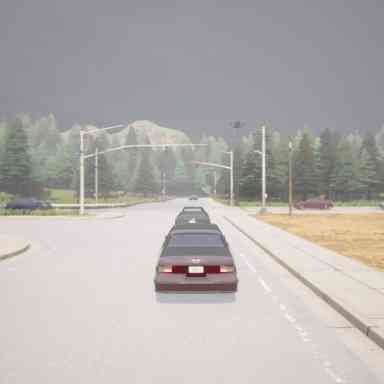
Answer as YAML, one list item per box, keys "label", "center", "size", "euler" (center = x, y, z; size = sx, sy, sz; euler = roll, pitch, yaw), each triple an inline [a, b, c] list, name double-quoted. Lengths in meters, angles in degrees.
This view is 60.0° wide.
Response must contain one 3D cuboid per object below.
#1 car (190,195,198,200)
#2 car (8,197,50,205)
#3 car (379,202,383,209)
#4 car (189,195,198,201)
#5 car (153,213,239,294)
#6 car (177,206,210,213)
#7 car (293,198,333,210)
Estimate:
- label: "car"
  center: [0.644, 1.421, 91.797]
  size: [1.994, 1.385, 4.181]
  euler: [0, 0, 2]
- label: "car"
  center: [-18.034, 1.388, 37.099]
  size: [4.553, 1.767, 2.097]
  euler: [0, 0, 1]
- label: "car"
  center: [25.048, 1.415, 39.964]
  size: [4.674, 1.442, 1.812]
  euler: [0, 0, 1]
- label: "car"
  center: [0.276, 1.479, 81.817]
  size: [1.895, 1.301, 4.718]
  euler: [0, 0, 2]
- label: "car"
  center: [0.085, 1.538, 8.927]
  size: [2.033, 1.411, 5.357]
  euler: [0, 0, 0]
- label: "car"
  center: [0.069, 1.535, 19.534]
  size: [1.994, 1.385, 4.181]
  euler: [0, 0, 1]
- label: "car"
  center: [14.560, 1.449, 40.165]
  size: [4.674, 1.442, 1.812]
  euler: [0, 0, 1]
